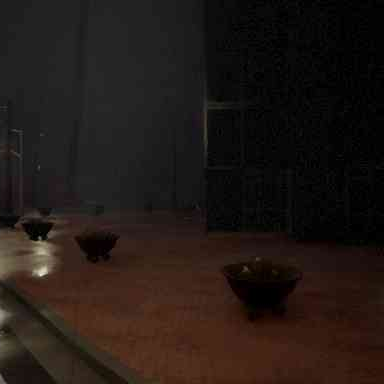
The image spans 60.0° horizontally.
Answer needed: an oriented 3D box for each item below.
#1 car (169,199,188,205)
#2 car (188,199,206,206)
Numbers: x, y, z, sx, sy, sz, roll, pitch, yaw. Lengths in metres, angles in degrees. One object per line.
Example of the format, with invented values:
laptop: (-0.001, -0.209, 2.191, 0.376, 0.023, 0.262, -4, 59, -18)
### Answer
car: (-2.524, 2.142, 68.571, 4.718, 1.301, 1.895, 1, -1, -42)
car: (2.122, 2.151, 68.042, 4.674, 1.442, 1.812, 1, -1, -42)
